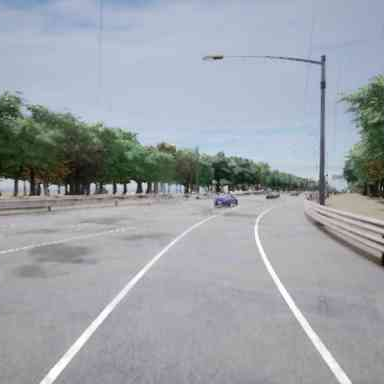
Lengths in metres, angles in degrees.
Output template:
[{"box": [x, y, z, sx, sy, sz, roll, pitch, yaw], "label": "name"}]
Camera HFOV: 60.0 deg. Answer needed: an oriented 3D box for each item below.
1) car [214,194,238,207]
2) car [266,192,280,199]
[{"box": [4.023, 0.997, 39.171, 1.812, 1.442, 4.674, 1, 1, 24], "label": "car"}, {"box": [16.113, 0.723, 65.721, 1.895, 1.301, 4.718, 1, 1, 25], "label": "car"}]
